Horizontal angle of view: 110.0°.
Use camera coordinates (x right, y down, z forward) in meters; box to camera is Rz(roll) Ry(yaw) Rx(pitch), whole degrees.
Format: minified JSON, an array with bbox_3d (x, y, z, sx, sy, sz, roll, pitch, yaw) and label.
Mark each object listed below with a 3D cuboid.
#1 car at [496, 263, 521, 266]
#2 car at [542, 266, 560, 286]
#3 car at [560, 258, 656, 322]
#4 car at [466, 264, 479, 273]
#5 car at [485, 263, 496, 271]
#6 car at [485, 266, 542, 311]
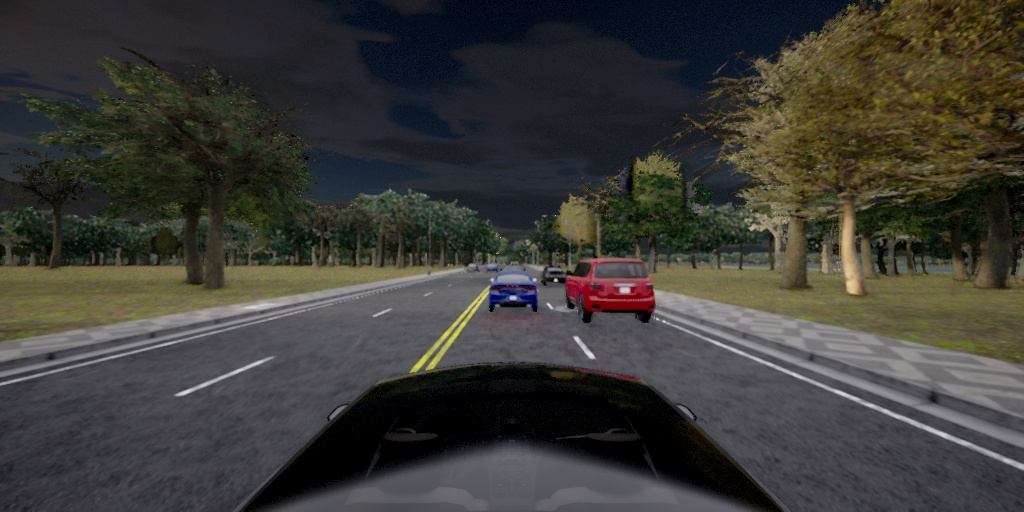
[{"bbox_3d":[0.057,1.428,29.134,2.097,1.767,4.553,0,-1,1],"label":"car"},{"bbox_3d":[3.308,1.584,29.279,1.837,1.490,4.892,0,0,0],"label":"car"},{"bbox_3d":[3.290,1.103,13.027,2.150,2.045,5.566,0,0,1],"label":"car"},{"bbox_3d":[-6.523,1.999,59.884,1.812,1.442,4.674,0,-1,1],"label":"car"},{"bbox_3d":[-3.287,1.934,58.586,1.882,1.535,5.008,0,-1,0],"label":"car"},{"bbox_3d":[0.061,1.386,15.402,1.882,1.535,5.008,0,0,0],"label":"car"}]
